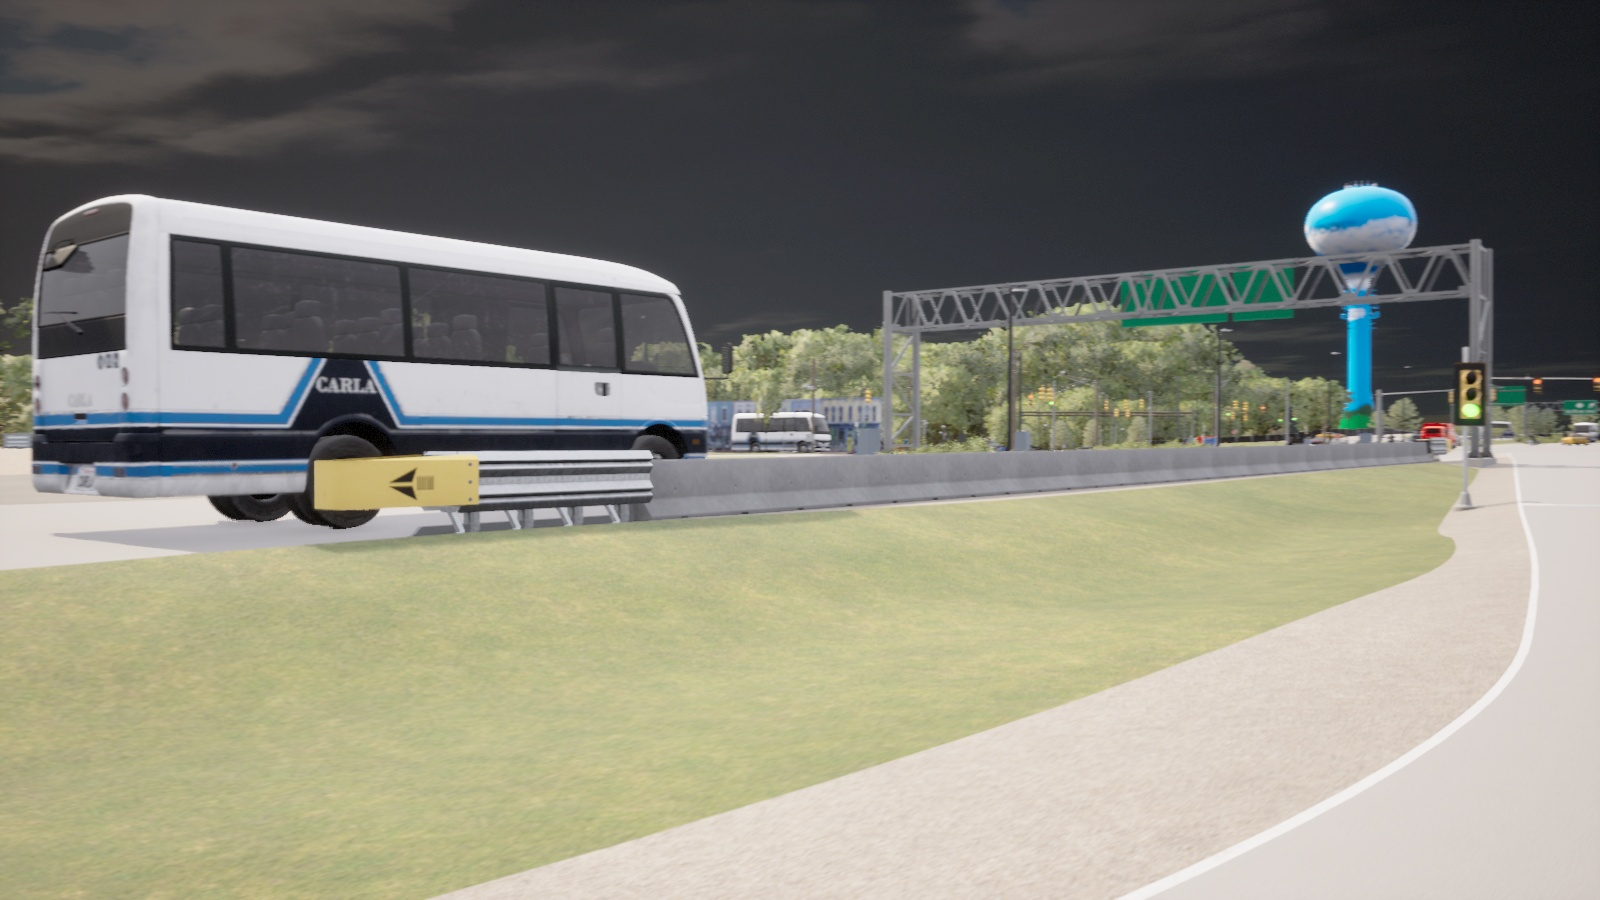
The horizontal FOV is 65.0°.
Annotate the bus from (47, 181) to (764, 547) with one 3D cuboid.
[{"bbox_3d":[-5.455,-1.053,19.840,3.944,4.253,10.273,0,1,40],"label":"bus"}]
